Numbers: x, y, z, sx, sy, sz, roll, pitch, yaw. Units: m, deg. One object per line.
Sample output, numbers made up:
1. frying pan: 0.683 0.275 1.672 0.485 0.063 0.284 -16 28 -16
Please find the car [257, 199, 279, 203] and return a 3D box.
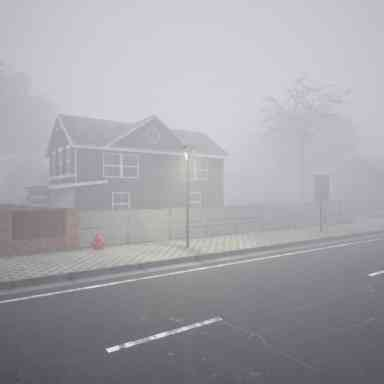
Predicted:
1. car: 9.358 1.534 39.320 2.128 1.511 4.902 0 0 -35
